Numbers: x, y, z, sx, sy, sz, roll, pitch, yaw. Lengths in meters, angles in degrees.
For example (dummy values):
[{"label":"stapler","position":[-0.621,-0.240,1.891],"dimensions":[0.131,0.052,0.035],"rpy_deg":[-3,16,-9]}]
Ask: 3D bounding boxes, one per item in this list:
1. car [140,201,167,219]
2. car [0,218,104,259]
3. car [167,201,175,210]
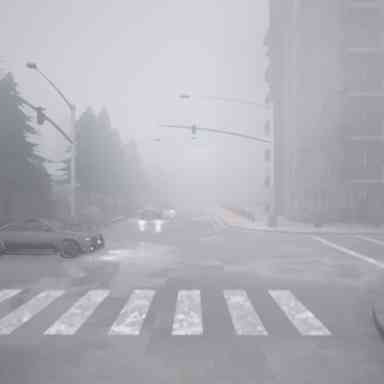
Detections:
[{"label":"car","position":[-3.748,1.786,32.044],"dimensions":[1.812,1.442,4.674],"rpy_deg":[0,0,0]},{"label":"car","position":[-5.498,1.687,12.510],"dimensions":[4.181,1.385,1.994],"rpy_deg":[0,-1,1]},{"label":"car","position":[-3.566,1.989,49.953],"dimensions":[1.895,1.301,4.718],"rpy_deg":[0,0,1]}]
